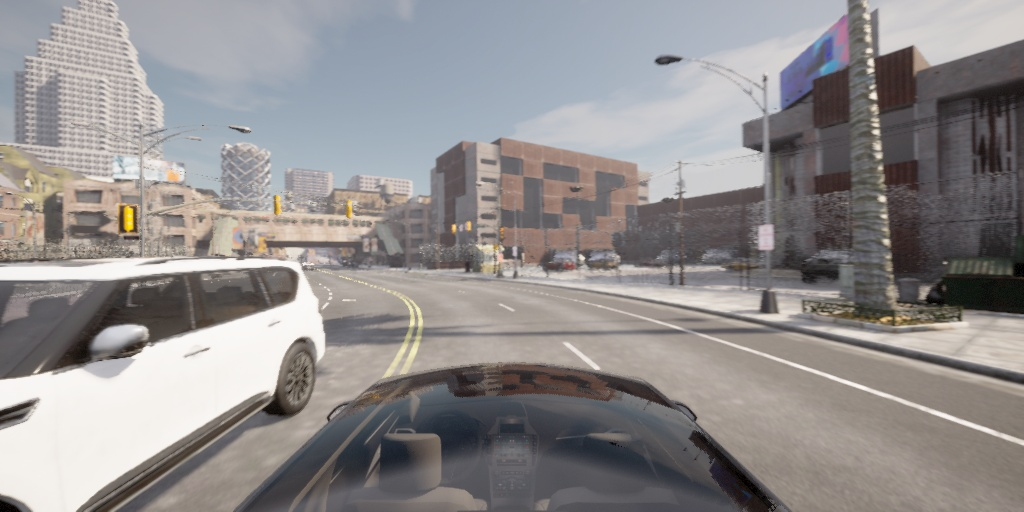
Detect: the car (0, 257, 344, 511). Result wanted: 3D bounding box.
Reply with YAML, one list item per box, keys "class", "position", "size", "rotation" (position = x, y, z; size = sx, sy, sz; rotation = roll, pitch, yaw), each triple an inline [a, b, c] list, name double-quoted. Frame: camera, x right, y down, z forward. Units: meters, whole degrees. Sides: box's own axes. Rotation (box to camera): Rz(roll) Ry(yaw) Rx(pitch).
- class: "car"
  position: [-3.718, 1.029, 3.090]
  size: [2.150, 2.045, 5.566]
  rotation: [-1, 0, -4]
